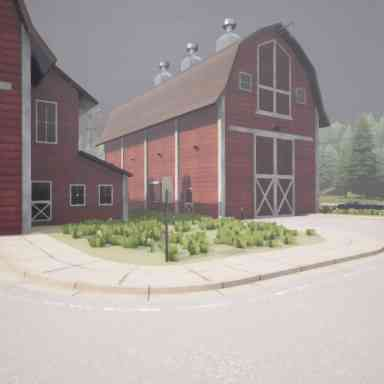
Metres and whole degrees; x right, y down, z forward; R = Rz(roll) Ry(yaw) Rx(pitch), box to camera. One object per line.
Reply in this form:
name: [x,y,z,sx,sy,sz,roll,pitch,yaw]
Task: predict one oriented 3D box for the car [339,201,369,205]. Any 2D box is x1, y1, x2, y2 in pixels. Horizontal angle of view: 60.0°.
car: [19.140,1.642,37.611,1.895,1.301,4.718,0,0,-34]
